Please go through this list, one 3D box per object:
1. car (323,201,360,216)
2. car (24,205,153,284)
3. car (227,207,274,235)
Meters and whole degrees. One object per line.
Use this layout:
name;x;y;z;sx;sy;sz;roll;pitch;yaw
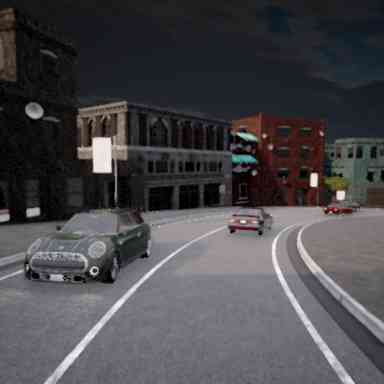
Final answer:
car;17.239;2.050;38.768;4.718;1.301;1.895;2;2;-41
car;-2.657;1.297;9.589;2.097;1.767;4.553;1;0;9
car;3.524;1.583;19.317;2.033;1.411;5.357;2;0;21
